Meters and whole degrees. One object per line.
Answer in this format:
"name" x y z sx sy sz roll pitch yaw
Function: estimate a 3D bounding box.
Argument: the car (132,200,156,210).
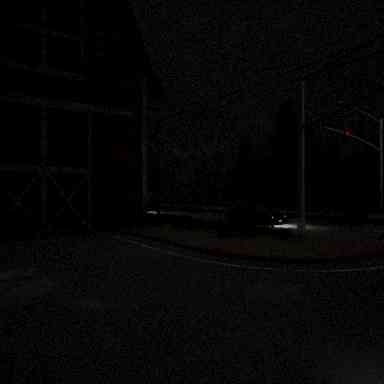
"car" -7.323 1.893 50.704 1.994 1.385 4.181 0 0 -34

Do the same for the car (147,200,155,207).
"car" -6.632 1.849 43.163 1.994 1.385 4.181 0 0 -34

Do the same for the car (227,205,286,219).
"car" 4.897 1.724 26.324 2.033 1.411 5.357 0 0 -34
